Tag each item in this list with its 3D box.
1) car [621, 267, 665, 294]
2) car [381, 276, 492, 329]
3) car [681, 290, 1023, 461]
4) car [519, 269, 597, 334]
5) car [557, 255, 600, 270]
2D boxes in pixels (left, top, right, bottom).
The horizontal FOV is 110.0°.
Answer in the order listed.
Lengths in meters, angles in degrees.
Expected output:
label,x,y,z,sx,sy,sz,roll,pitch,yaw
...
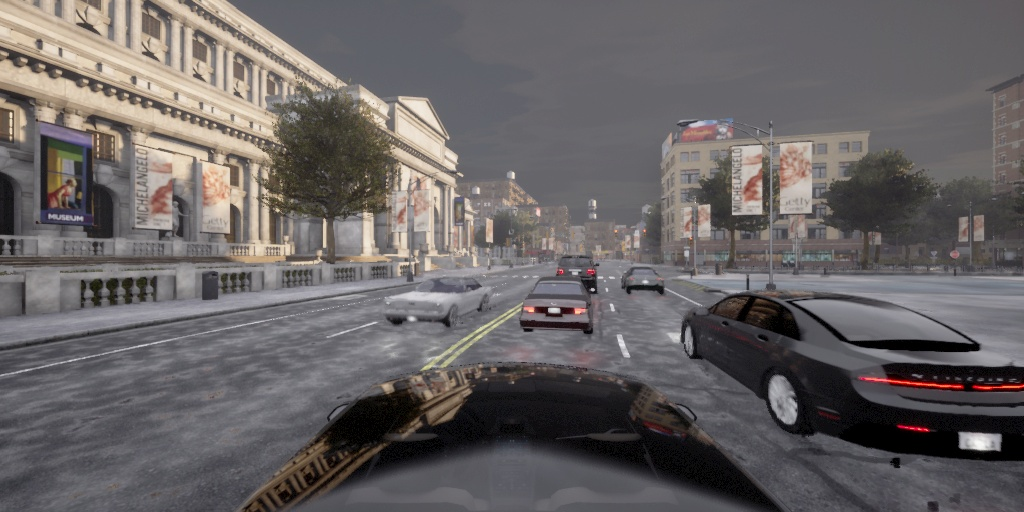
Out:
label,x,y,z,sx,sy,sz,roll,pitch,yaw
car,7.365,1.313,20.458,1.994,1.385,4.181,0,0,13
car,-2.154,1.351,11.594,1.895,1.301,4.718,0,0,13
car,4.146,1.257,5.361,1.837,1.490,4.892,0,1,7
car,1.463,1.297,10.700,2.033,1.411,5.357,0,0,11
car,3.801,0.971,20.677,2.150,2.045,5.566,0,0,13
